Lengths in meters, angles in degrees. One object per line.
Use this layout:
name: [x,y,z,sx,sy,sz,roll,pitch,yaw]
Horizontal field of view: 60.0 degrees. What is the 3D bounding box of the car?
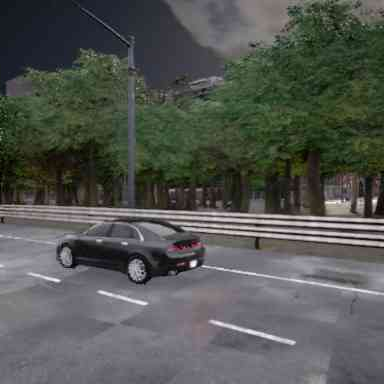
car: [-1.937,1.515,9.554,4.892,1.490,1.837,0,0,36]
